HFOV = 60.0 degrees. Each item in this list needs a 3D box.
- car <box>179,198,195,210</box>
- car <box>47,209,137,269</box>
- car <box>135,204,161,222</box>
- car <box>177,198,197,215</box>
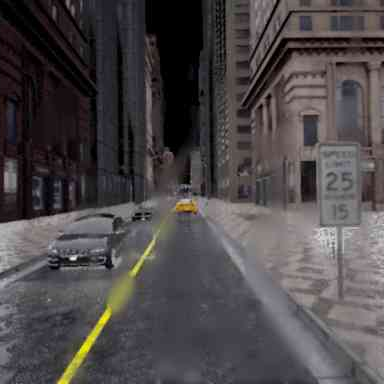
[{"bbox_3d":[-0.749,1.552,45.846,2.033,1.411,5.357,-1,0,-1],"label":"car"},{"bbox_3d":[-3.282,1.547,11.439,1.837,1.490,4.892,-1,0,-1],"label":"car"},{"bbox_3d":[-3.545,1.643,26.287,1.895,1.301,4.718,-1,0,-1],"label":"car"},{"bbox_3d":[-0.535,1.475,34.738,1.882,1.535,5.008,-1,0,-1],"label":"car"}]
